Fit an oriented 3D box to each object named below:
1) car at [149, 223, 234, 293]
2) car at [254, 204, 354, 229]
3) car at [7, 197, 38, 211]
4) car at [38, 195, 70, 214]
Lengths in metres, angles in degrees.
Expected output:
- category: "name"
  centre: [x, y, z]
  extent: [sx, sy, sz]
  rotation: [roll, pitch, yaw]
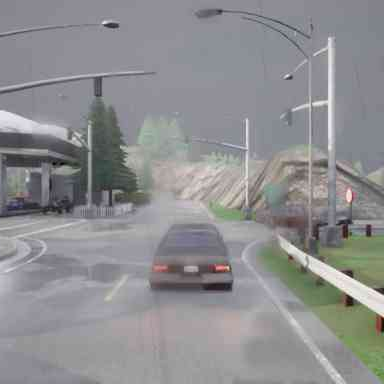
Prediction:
- category: "car"
  centre: [0.020, 1.546, 8.992]
  extent: [2.033, 1.411, 5.357]
  rotation: [0, 0, 1]
- category: "car"
  centre: [5.813, 1.363, 17.958]
  extent: [2.033, 1.411, 5.357]
  rotation: [-1, 0, -37]
- category: "car"
  centre: [-20.255, 1.475, 40.169]
  extent: [2.242, 1.667, 4.611]
  rotation: [0, 0, -1]
- category: "car"
  centre: [-14.545, 1.308, 35.894]
  extent: [1.905, 1.878, 3.866]
  rotation: [0, 0, -1]
